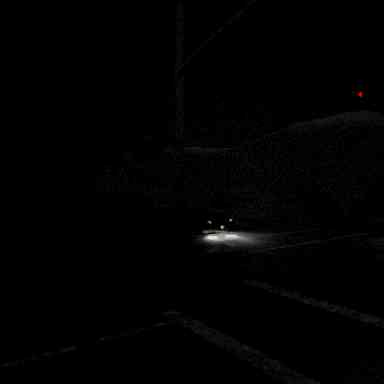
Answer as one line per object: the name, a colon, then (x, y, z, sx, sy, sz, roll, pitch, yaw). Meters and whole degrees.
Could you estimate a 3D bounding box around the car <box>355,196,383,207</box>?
car: (26.288, 1.298, 47.888, 2.007, 1.523, 4.514, 0, 0, -36)

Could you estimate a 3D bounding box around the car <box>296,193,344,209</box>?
car: (15.780, 1.097, 41.161, 1.932, 1.855, 4.605, 0, 0, -36)

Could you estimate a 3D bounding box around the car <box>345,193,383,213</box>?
car: (17.730, 1.077, 32.860, 1.905, 1.878, 3.866, 0, 0, -36)

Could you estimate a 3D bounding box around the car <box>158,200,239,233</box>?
car: (-0.044, 1.356, 18.652, 2.033, 1.411, 5.357, 0, 0, -36)

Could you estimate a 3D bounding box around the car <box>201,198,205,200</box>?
car: (3.122, 1.232, 53.060, 1.970, 1.475, 3.806, 0, 0, -36)

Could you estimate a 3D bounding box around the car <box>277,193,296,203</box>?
car: (18.496, 1.077, 64.585, 1.905, 1.878, 3.866, 0, 0, -36)

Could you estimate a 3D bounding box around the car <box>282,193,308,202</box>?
car: (20.608, 1.097, 66.623, 1.932, 1.855, 4.605, 0, 0, -36)

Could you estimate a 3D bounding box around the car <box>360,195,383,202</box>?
car: (37.680, 1.384, 69.648, 1.970, 1.475, 3.806, 0, 0, -36)

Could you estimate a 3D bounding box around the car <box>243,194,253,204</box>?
car: (8.131, 1.154, 57.084, 2.152, 1.636, 5.027, 0, 0, -36)

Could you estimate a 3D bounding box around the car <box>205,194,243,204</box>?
car: (4.287, 1.298, 45.202, 2.007, 1.523, 4.514, 0, 0, -36)
